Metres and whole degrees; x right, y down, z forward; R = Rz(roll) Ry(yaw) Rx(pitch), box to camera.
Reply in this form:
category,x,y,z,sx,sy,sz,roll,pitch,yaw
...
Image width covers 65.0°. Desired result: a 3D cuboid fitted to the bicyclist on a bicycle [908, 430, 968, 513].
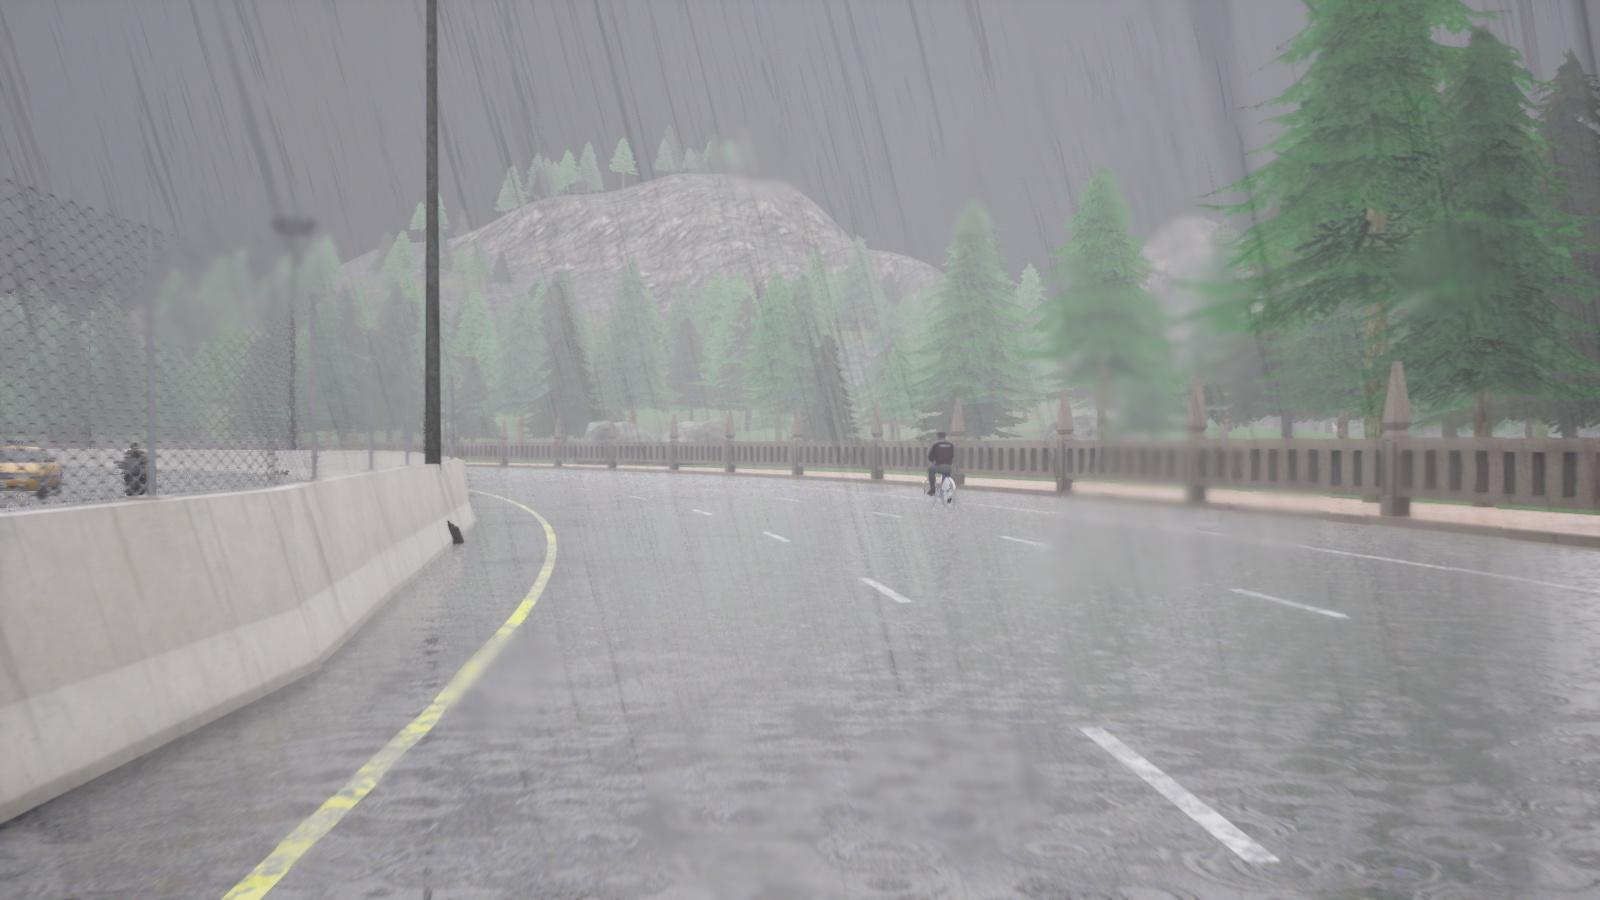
category,x,y,z,sx,sy,sz,roll,pitch,yaw
bicyclist on a bicycle,3.049,0.461,27.918,0.659,1.776,1.843,-1,1,-15

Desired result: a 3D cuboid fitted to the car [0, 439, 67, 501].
category,x,y,z,sx,sy,sz,roll,pitch,yaw
car,-21.410,0.483,34.312,1.801,1.575,5.366,0,0,-24

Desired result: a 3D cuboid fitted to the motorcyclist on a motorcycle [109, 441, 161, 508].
category,x,y,z,sx,sy,sz,roll,pitch,yaw
motorcyclist on a motorcycle,-15.851,0.553,29.977,0.797,1.523,2.044,-2,1,-20
